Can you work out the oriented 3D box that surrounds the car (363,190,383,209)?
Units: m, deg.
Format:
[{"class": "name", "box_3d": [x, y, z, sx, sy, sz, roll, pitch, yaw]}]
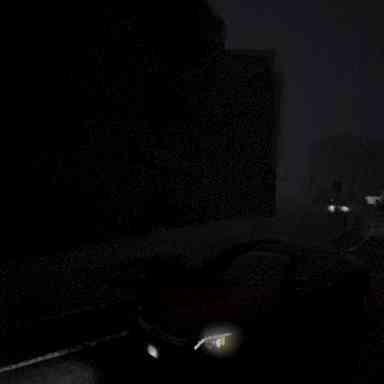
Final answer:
[{"class": "car", "box_3d": [21.274, 0.840, 37.278, 2.150, 2.045, 5.566, 3, 2, 6]}]

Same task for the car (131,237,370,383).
[{"class": "car", "box_3d": [1.274, 1.529, 5.369, 4.674, 1.442, 1.812, -1, 1, -42]}]

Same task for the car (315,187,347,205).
[{"class": "car", "box_3d": [17.817, 0.487, 42.891, 2.150, 2.045, 5.566, 3, 2, -2]}]
